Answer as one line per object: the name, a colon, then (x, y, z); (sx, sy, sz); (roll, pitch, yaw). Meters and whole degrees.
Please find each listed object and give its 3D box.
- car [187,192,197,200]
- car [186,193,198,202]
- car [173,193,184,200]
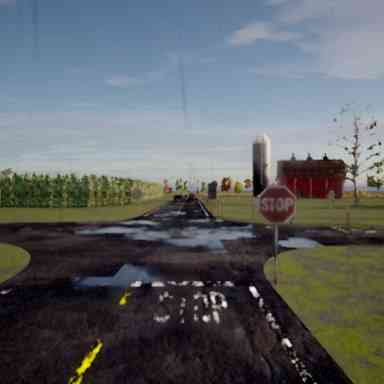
car: (0.016, 0.939, 74.504); (2.097, 1.767, 4.553); (0, 0, 0)
car: (0.017, 1.200, 64.100); (1.837, 1.490, 4.892); (0, 0, 0)
car: (-2.733, 0.963, 68.712); (1.994, 1.385, 4.181); (0, 0, 0)
